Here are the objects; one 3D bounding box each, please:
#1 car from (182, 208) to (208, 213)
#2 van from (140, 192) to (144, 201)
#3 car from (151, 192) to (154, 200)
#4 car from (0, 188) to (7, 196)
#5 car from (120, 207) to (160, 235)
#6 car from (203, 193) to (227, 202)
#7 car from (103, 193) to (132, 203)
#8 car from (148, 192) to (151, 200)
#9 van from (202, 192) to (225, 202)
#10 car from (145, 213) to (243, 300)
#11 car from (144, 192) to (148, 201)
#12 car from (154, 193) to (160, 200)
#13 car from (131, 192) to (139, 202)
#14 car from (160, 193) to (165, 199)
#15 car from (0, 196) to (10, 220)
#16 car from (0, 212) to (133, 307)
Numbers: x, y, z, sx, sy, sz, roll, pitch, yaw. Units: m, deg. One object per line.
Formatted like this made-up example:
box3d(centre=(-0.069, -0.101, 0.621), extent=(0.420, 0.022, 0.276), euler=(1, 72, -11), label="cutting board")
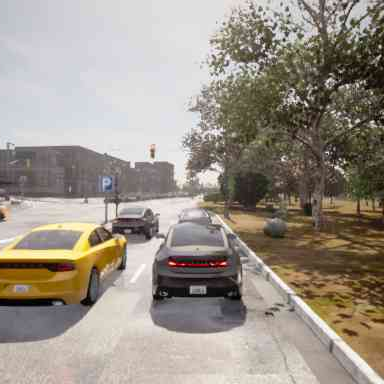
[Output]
box3d(centre=(0.157, 1.571, 18.099), extent=(2.033, 1.411, 5.357), euler=(0, 0, 1), label="car")
box3d(centre=(-13.239, 1.088, 72.263), extent=(4.442, 1.987, 1.878), euler=(-1, 0, -14), label="van")
box3d(centre=(-12.267, 1.354, 81.231), extent=(4.674, 1.452, 2.002), euler=(-1, 0, -13), label="car")
box3d(centre=(-31.164, 0.133, 54.148), extent=(2.002, 1.452, 4.674), euler=(6, -3, -19), label="car")
box3d(centre=(-2.850, 1.528, 17.407), extent=(1.837, 1.490, 4.892), euler=(0, 0, 1), label="car")
box3d(centre=(4.668, 1.137, 68.843), extent=(4.553, 1.767, 2.185), euler=(1, 0, -14), label="car")
box3d(centre=(-14.443, 1.354, 63.279), extent=(4.792, 1.488, 2.163), euler=(-1, 0, -15), label="car")
box3d(centre=(-12.638, 1.354, 78.230), extent=(4.674, 1.452, 2.002), euler=(-1, 0, -13), label="car")
box3d(centre=(4.284, 1.039, 65.874), extent=(4.442, 1.987, 1.878), euler=(1, 0, -14), label="van")
box3d(centre=(0.109, 1.514, 8.397), extent=(1.837, 1.490, 4.892), euler=(0, 0, 0), label="car")
box3d(centre=(-13.011, 1.317, 75.235), extent=(4.892, 1.521, 2.231), euler=(-1, 0, -14), label="car")
box3d(centre=(-11.451, 1.352, 87.214), extent=(4.674, 1.452, 2.002), euler=(-1, 0, -12), label="car")
box3d(centre=(-13.798, 1.311, 66.271), extent=(5.366, 1.575, 1.946), euler=(-1, 0, -15), label="car")
box3d(centre=(-11.001, 1.059, 90.220), extent=(5.566, 2.045, 2.435), euler=(-1, 0, -12), label="car")
box3d(centre=(-16.626, 1.402, 25.473), extent=(4.553, 1.767, 2.185), euler=(-1, 0, -19), label="car")
box3d(centre=(-2.892, 1.486, 8.114), extent=(1.882, 1.535, 5.008), euler=(0, 0, 0), label="car")
